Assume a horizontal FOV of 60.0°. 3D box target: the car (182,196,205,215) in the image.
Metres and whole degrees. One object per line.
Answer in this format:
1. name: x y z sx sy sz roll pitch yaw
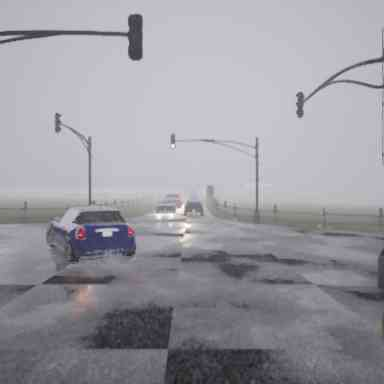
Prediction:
1. car: 0.197 1.468 33.170 1.837 1.490 4.892 0 0 0

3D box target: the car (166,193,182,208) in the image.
1. car: -2.592 1.175 45.636 2.150 2.045 5.566 0 0 1

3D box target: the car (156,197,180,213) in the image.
1. car: -2.717 1.526 36.172 1.994 1.385 4.181 0 0 1

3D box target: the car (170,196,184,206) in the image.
1. car: -2.502 1.491 56.303 2.033 1.411 5.357 0 0 0

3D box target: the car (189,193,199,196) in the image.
1. car: 0.384 1.149 76.865 2.150 2.045 5.566 0 0 0

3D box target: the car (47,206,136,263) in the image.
1. car: -3.778 1.292 12.072 2.097 1.767 4.553 1 0 -33
